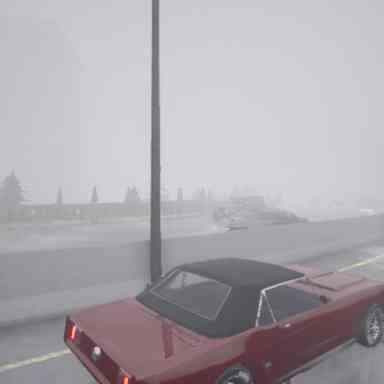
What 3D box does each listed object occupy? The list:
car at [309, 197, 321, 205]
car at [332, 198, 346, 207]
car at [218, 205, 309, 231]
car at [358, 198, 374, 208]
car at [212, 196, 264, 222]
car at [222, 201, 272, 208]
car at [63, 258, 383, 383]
[{"bbox_3d":[23.258,1.743,63.008,1.837,1.490,4.892,0,0,16],"label":"car"},{"bbox_3d":[25.361,1.747,57.607,1.812,1.442,4.674,0,0,18],"label":"car"},{"bbox_3d":[3.974,1.616,16.716,5.357,1.411,2.033,0,0,-44],"label":"car"},{"bbox_3d":[26.740,1.685,51.190,2.128,1.511,4.902,0,0,21],"label":"car"},{"bbox_3d":[3.945,1.332,26.803,2.150,2.045,5.566,0,0,41],"label":"car"},{"bbox_3d":[4.534,1.583,22.337,2.128,1.511,4.902,0,0,43],"label":"car"},{"bbox_3d":[0.896,1.621,4.606,4.718,1.301,1.895,0,0,-37],"label":"car"}]
